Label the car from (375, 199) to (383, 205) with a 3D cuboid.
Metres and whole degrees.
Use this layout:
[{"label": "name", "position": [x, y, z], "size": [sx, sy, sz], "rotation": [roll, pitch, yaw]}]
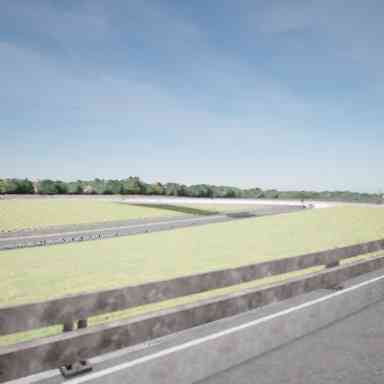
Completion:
[{"label": "car", "position": [43.034, 2.455, 75.490], "size": [1.837, 1.490, 4.892], "rotation": [0, -1, 4]}]
